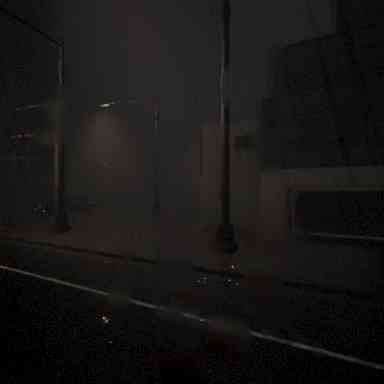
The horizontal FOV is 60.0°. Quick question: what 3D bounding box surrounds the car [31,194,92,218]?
[{"bbox_3d":[-12.134,1.242,31.451,2.150,2.045,5.566,0,0,36],"label":"car"}]
